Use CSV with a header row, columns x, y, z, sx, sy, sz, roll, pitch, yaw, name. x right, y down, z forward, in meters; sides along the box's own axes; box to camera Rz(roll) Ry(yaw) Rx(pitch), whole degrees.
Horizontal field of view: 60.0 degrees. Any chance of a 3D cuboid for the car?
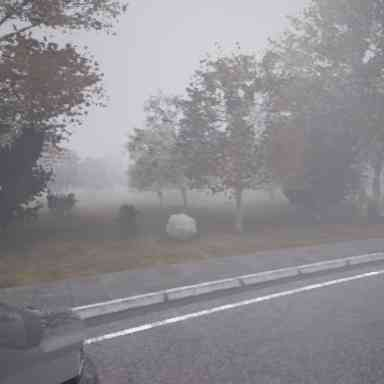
x,y,z,sx,sy,sz,roll,pitch,yaw,name
-2.982,1.494,1.698,4.892,1.490,1.837,0,0,-35,car
